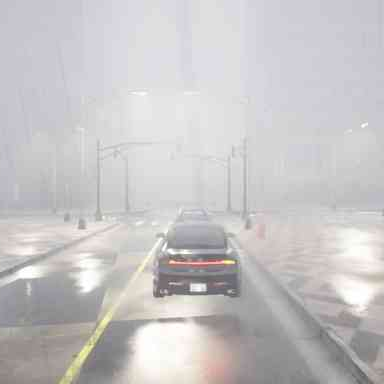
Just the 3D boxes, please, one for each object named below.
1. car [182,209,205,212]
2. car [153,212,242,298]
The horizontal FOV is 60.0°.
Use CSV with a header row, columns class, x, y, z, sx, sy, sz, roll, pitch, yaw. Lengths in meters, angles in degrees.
class,x,y,z,sx,sy,sz,roll,pitch,yaw
car,0.066,1.556,17.413,1.994,1.385,4.181,0,0,1
car,0.103,1.502,8.510,1.837,1.490,4.892,0,0,0
